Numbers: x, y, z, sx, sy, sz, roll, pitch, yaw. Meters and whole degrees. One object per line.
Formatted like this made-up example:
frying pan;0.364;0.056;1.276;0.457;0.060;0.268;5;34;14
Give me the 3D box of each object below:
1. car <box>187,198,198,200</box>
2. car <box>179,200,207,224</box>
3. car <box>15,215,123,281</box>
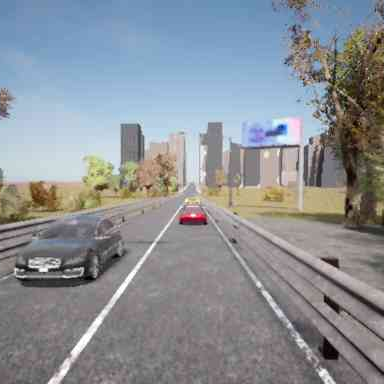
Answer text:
car;0.066;1.464;42.537;1.882;1.535;5.008;0;0;0
car;0.084;1.556;24.795;1.994;1.385;4.181;0;0;0
car;-3.353;1.502;9.938;1.837;1.490;4.892;0;0;0
